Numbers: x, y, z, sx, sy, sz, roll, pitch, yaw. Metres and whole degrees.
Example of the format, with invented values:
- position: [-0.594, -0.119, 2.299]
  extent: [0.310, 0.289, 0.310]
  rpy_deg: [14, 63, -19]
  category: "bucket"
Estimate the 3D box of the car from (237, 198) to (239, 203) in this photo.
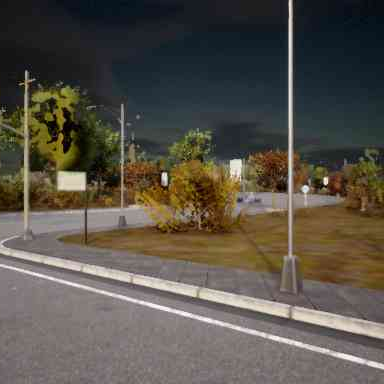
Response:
- position: [7.416, 1.128, 57.857]
  extent: [2.097, 1.767, 4.553]
  rpy_deg: [0, 1, 37]
  category: "car"

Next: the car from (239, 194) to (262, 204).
- position: [10.192, 1.282, 55.725]
  extent: [1.812, 1.442, 4.674]
  rpy_deg: [0, 1, 37]
  category: "car"
